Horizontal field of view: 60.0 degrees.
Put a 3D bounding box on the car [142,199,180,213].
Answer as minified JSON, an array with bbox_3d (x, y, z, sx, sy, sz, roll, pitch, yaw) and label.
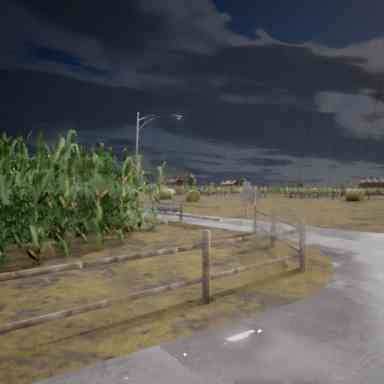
[{"bbox_3d":[-3.256,1.375,33.556,1.895,1.301,4.718,2,-1,-35],"label":"car"}]
